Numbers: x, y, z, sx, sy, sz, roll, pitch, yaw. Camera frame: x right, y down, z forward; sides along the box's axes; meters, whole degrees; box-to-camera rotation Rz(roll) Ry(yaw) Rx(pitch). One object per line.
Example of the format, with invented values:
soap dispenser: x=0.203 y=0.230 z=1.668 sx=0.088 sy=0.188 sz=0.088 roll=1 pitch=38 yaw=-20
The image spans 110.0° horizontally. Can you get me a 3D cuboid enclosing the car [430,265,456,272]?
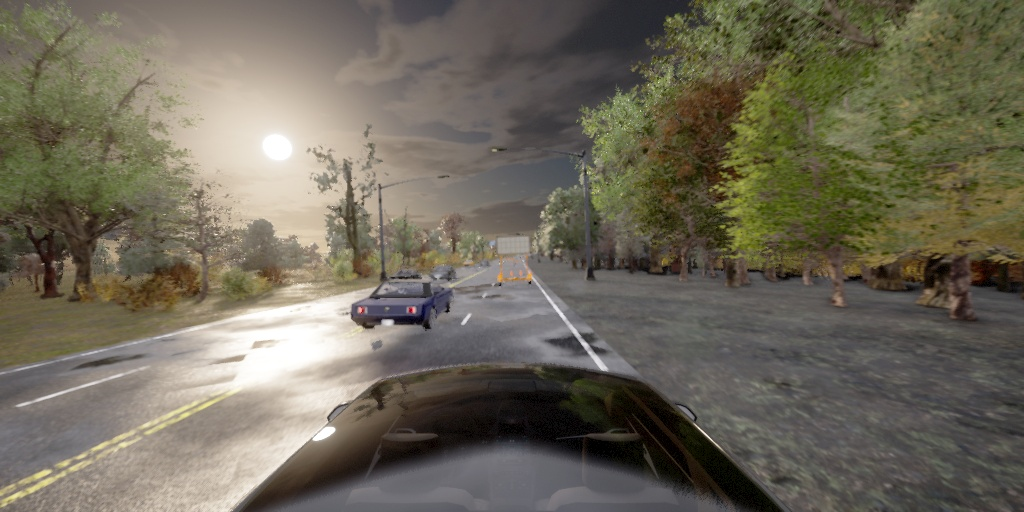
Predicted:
car: x=-6.324 y=1.606 z=33.099 sx=2.128 sy=1.511 sz=4.902 roll=-3 pitch=0 yaw=1

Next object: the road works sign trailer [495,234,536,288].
road works sign trailer: x=0.224 y=0.285 z=25.175 sx=2.380 sy=3.560 sz=2.880 roll=0 pitch=0 yaw=1

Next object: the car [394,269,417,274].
car: x=-9.583 y=1.866 z=32.112 sx=1.895 sy=1.301 sz=4.718 roll=-3 pitch=0 yaw=1

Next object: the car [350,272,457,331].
car: x=-3.049 y=1.362 z=11.072 sx=1.895 sy=1.301 sz=4.718 roll=0 pitch=0 yaw=0
